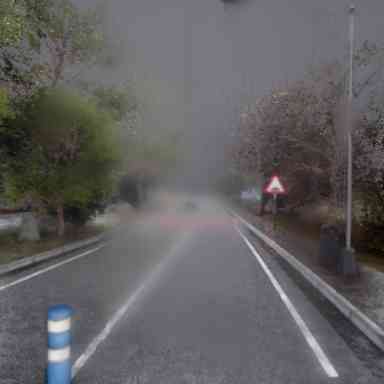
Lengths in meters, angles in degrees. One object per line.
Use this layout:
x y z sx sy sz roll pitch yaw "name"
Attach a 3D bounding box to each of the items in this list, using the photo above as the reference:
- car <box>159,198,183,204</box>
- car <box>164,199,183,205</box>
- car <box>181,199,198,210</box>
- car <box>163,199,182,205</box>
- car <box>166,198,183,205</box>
-5.053 2.540 85.040 5.366 1.575 1.946 1 -2 3 "car"
-4.926 2.743 90.580 5.008 1.535 2.097 1 -2 3 "car"
-0.144 2.127 51.389 1.895 1.301 4.718 1 0 4 "car"
-5.085 2.639 87.814 4.892 1.521 2.231 1 -2 3 "car"
-4.790 2.732 93.356 4.553 1.767 2.185 1 -2 3 "car"
